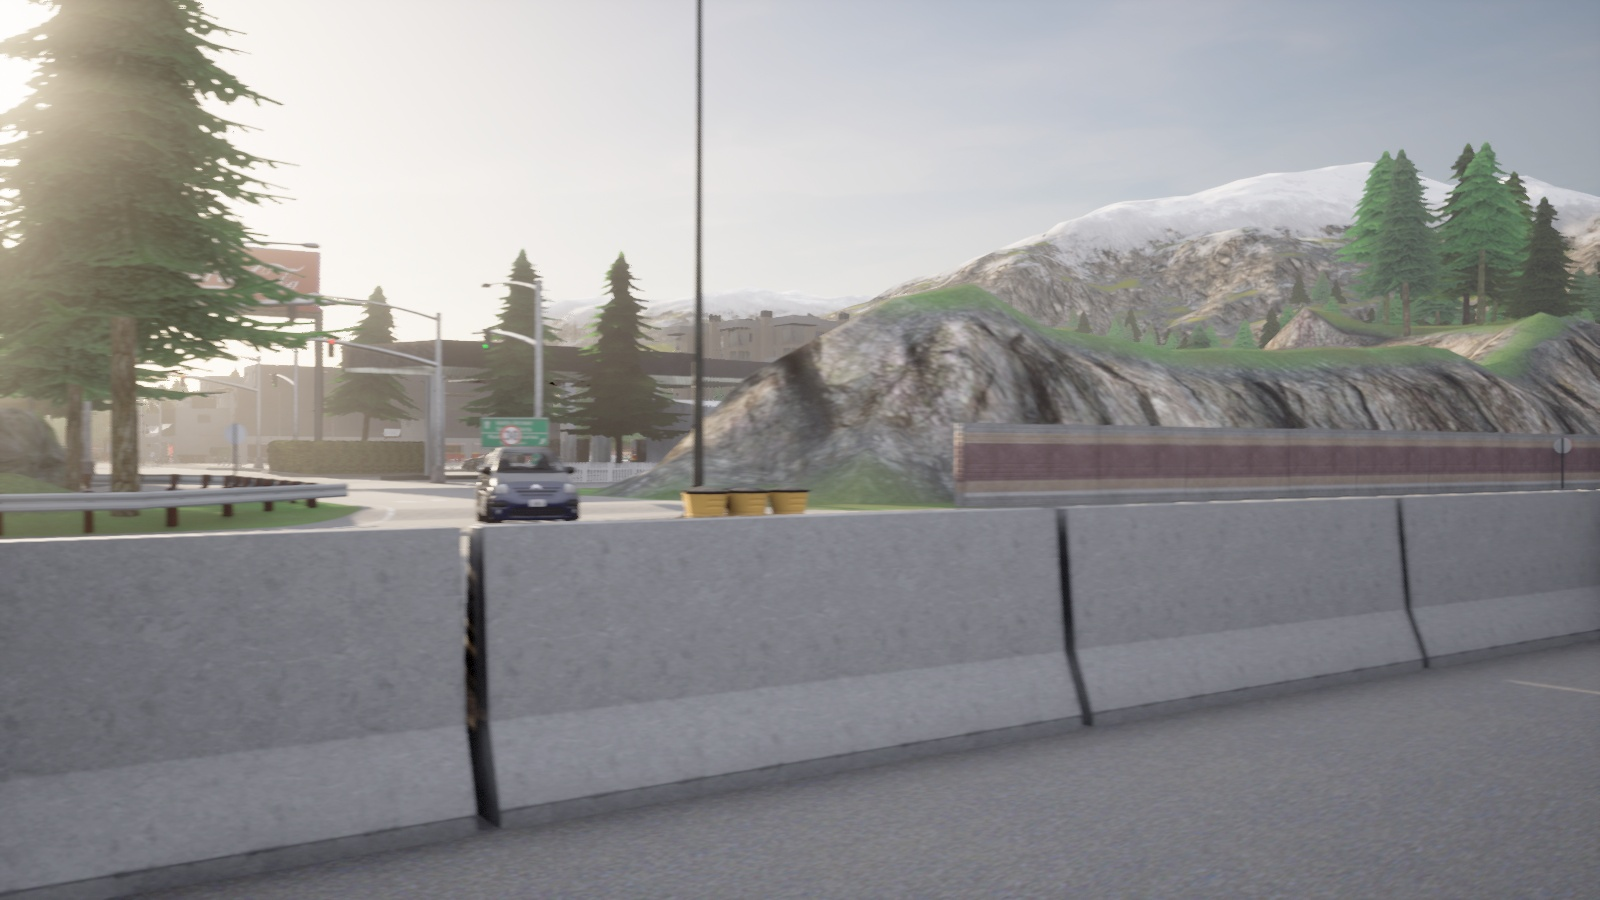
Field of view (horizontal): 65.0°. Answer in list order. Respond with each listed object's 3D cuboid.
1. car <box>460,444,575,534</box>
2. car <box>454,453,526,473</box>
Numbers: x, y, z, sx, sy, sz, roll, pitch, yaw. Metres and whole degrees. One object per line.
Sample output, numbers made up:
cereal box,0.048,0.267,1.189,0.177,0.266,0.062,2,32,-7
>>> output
car,-5.720,0.704,25.134,1.851,1.617,3.988,0,1,-18
car,-23.489,0.982,95.175,4.902,1.511,2.128,0,0,-35
